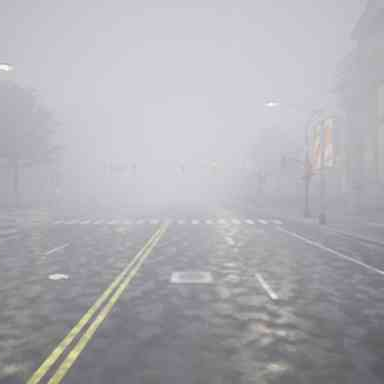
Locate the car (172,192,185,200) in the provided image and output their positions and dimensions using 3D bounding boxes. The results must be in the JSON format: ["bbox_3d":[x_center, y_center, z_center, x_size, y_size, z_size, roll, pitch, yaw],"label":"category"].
[{"bbox_3d":[-3.599,1.301,86.696,1.837,1.490,4.892,0,0,0],"label":"car"}]

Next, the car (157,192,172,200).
[{"bbox_3d":[-7.054,1.345,85.063,2.033,1.411,5.357,0,0,0],"label":"car"}]
